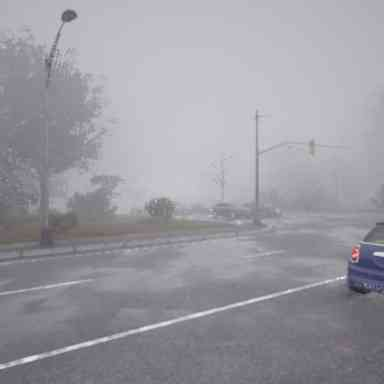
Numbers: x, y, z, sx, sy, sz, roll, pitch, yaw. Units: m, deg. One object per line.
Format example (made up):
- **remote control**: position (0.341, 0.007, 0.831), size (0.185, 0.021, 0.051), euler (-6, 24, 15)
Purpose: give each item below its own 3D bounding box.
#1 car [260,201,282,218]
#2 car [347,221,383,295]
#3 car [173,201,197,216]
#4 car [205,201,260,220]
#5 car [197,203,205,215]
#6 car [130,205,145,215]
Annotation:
- **car**: position (6.430, 1.650, 32.061), size (2.128, 1.511, 4.902), euler (0, -1, -34)
- **car**: position (5.574, 1.354, 7.477), size (4.553, 1.767, 2.097), euler (0, 0, -34)
- **car**: position (-1.838, 1.857, 38.537), size (2.097, 1.767, 4.553), euler (0, -3, -32)
- **car**: position (3.548, 1.660, 30.137), size (1.837, 1.490, 4.892), euler (0, -1, -30)
- **car**: position (1.136, 2.052, 40.381), size (2.033, 1.411, 5.357), euler (0, -3, -33)
- **car**: position (-7.247, 2.537, 47.036), size (1.812, 1.442, 4.674), euler (0, -3, -32)
